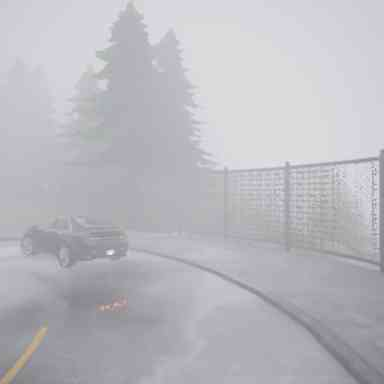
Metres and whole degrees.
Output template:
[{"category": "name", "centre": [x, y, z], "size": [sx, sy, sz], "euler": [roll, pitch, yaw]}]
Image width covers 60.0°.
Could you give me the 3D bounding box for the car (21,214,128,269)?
[{"category": "car", "centre": [-4.138, 1.527, 11.442], "size": [4.892, 1.490, 1.837], "euler": [0, -2, 44]}]
